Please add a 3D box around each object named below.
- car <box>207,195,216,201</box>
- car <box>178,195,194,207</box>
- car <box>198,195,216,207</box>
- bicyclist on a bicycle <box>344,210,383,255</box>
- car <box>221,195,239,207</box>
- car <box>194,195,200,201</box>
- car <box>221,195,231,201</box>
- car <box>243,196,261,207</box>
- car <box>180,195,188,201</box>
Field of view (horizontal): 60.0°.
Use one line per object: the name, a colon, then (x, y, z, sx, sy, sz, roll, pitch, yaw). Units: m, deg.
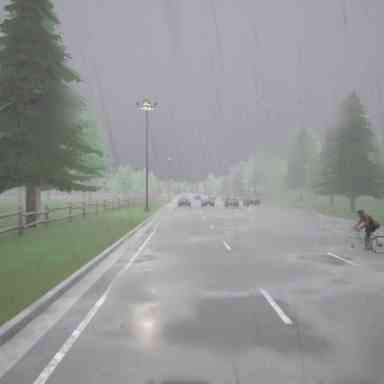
car: (5.016, 1.524, 85.170, 1.812, 1.442, 4.674, 0, 0, -1)
car: (-1.126, 1.601, 51.031, 1.895, 1.301, 4.718, 0, 0, -1)
car: (2.374, 1.601, 50.914, 1.895, 1.301, 4.718, 0, 0, -1)
bicyclist on a bicycle: (6.200, 1.455, 11.875, 1.656, 1.620, 0.582, -2, 0, -1)
car: (5.884, 1.491, 50.266, 2.128, 1.511, 4.902, 0, 0, -1)
car: (1.484, 1.500, 86.440, 1.837, 1.490, 4.892, 0, 0, -1)
car: (8.537, 1.552, 84.309, 1.994, 1.385, 4.181, 0, 0, -1)
car: (9.314, 1.352, 52.117, 2.097, 1.767, 4.553, 0, 0, -1)
car: (-2.036, 1.540, 87.242, 2.033, 1.411, 5.357, 0, 0, -1)
